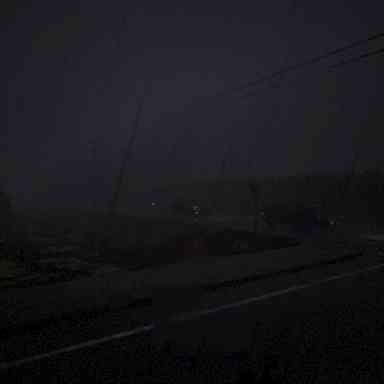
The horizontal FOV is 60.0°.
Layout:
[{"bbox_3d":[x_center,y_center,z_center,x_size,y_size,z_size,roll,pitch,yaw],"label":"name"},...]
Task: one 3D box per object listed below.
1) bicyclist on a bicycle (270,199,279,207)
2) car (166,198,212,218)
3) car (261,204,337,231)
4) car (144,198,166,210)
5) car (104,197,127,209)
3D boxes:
[{"bbox_3d":[7.848,1.444,31.611,1.656,1.620,0.582,-1,1,-35],"label":"bicyclist on a bicycle"},{"bbox_3d":[-0.118,1.359,30.675,2.097,1.767,4.553,0,0,-35],"label":"car"},{"bbox_3d":[6.589,1.500,20.948,2.128,1.511,4.902,0,0,-35],"label":"car"},{"bbox_3d":[-4.459,1.551,43.440,2.033,1.411,5.357,0,0,-32],"label":"car"},{"bbox_3d":[-10.748,1.514,46.346,1.837,1.490,4.892,0,0,-33],"label":"car"}]
